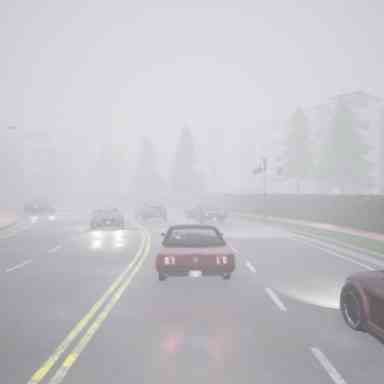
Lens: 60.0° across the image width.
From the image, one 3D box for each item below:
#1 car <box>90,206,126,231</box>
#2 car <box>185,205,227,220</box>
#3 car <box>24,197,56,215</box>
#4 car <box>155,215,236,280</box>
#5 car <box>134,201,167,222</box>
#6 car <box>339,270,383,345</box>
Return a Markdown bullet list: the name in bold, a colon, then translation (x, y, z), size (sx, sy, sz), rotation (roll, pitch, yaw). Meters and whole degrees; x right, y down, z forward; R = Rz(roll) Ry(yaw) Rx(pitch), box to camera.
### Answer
- **car**: translation (-5.299, 1.561, 20.850), size (1.994, 1.385, 4.181), rotation (0, 0, -16)
- **car**: translation (0.901, 1.603, 25.253), size (1.895, 1.301, 4.718), rotation (0, 0, -18)
- **car**: translation (-15.329, 1.342, 33.406), size (2.097, 1.767, 4.553), rotation (0, 0, -38)
- **car**: translation (-0.001, 1.601, 9.895), size (1.895, 1.301, 4.718), rotation (0, 0, -2)
- **car**: translation (-3.393, 1.490, 26.721), size (2.128, 1.511, 4.902), rotation (0, 0, -21)
- **car**: translation (3.580, 1.567, 4.178), size (1.994, 1.385, 4.181), rotation (0, 0, 0)
